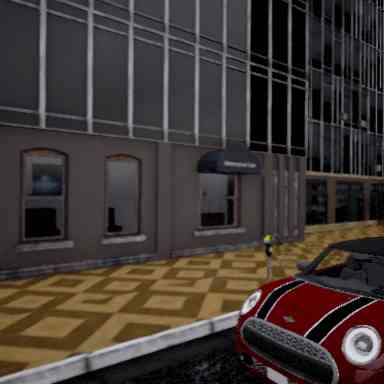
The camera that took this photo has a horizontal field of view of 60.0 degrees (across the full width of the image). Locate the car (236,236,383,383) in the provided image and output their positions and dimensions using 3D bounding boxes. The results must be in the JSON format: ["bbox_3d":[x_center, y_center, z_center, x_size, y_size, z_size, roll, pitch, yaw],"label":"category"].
[{"bbox_3d":[2.533,1.437,4.669,4.097,1.590,1.967,0,1,-35],"label":"car"}]
